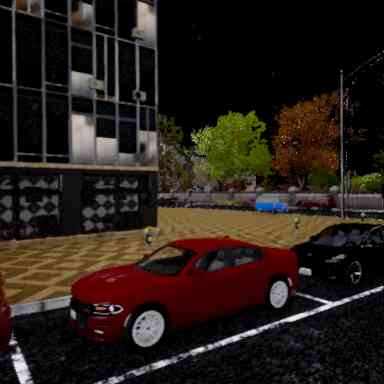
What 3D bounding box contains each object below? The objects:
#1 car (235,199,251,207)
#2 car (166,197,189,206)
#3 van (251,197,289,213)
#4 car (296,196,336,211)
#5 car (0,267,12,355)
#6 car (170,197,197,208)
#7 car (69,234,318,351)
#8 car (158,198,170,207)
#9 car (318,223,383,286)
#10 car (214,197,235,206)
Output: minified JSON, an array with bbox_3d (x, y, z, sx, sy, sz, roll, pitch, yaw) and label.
[{"bbox_3d":[9.122,1.658,51.423,1.802,1.307,4.206,-1,0,-36],"label":"car"},{"bbox_3d":[-2.613,1.687,58.076,1.812,1.442,4.674,-1,0,-36],"label":"car"},{"bbox_3d":[9.065,1.488,37.751,1.690,1.788,3.998,-1,0,-36],"label":"van"},{"bbox_3d":[15.807,1.369,42.374,2.192,1.841,5.009,-1,0,-36],"label":"car"},{"bbox_3d":[-4.421,1.312,2.960,5.009,1.841,2.192,0,-1,-35],"label":"car"},{"bbox_3d":[-0.968,1.730,51.328,2.008,1.369,4.403,-1,0,-36],"label":"car"},{"bbox_3d":[0.098,1.550,6.179,4.507,1.381,1.887,0,-1,-35],"label":"car"},{"bbox_3d":[-4.312,1.757,55.854,1.947,1.339,4.313,-1,0,-36],"label":"car"},{"bbox_3d":[4.569,1.581,9.456,4.313,1.339,1.947,0,-1,-35],"label":"car"},{"bbox_3d":[5.677,1.613,56.083,1.752,1.417,4.829,-1,0,-36],"label":"car"}]
